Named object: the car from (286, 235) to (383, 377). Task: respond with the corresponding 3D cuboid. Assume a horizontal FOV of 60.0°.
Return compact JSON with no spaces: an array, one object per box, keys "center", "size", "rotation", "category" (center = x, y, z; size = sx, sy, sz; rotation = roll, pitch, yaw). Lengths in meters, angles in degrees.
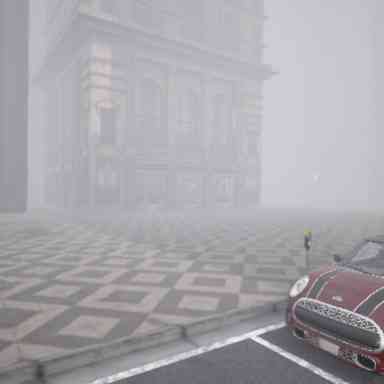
[{"center":[3.385,1.442,5.317],"size":[4.097,1.590,1.967],"rotation":[1,0,-34],"category":"car"}]
